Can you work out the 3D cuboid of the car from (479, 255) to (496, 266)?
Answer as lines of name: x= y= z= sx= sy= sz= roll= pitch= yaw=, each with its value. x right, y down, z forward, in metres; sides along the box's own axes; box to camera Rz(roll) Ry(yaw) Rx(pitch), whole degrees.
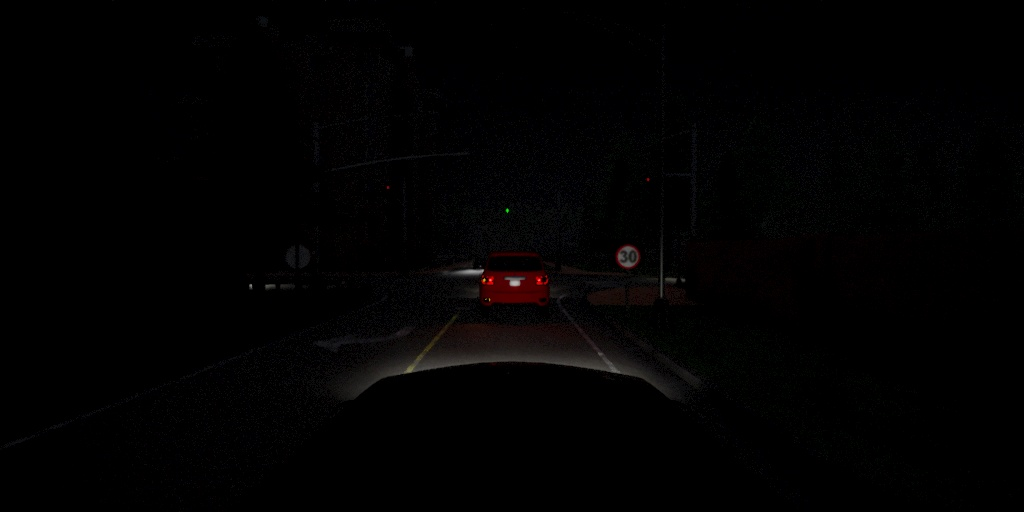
car: x=-3.567 y=0.647 z=53.344 sx=2.033 sy=1.411 sz=5.357 roll=0 pitch=1 yaw=0

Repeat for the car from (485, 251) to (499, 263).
car: x=-3.490 y=0.186 z=64.071 sx=2.150 sy=2.045 sz=5.566 roll=0 pitch=1 yaw=0

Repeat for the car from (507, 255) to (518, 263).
car: x=0.098 y=0.474 z=65.332 sx=1.812 sy=1.442 sz=4.674 roll=0 pitch=1 yaw=0

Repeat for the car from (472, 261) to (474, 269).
car: x=-3.592 y=0.834 z=42.709 sx=1.895 sy=1.301 sz=4.718 roll=0 pitch=1 yaw=0

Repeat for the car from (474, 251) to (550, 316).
car: x=0.059 y=0.831 z=12.839 sx=2.150 sy=2.045 sz=5.566 roll=0 pitch=1 yaw=-1
